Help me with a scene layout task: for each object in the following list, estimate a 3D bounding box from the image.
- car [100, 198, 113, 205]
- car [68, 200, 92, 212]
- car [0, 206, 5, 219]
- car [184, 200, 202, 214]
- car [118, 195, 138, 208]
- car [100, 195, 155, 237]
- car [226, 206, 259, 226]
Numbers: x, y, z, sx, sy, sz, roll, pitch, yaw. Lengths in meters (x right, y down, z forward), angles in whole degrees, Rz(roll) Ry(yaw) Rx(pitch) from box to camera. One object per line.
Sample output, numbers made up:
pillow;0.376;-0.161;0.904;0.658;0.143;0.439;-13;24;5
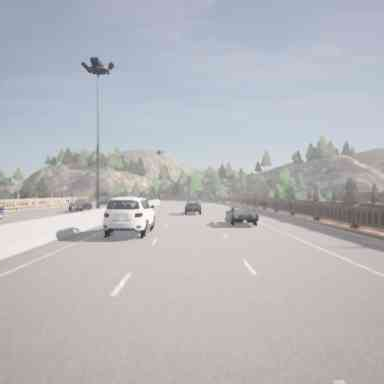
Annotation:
car;-17.695;1.952;69.023;1.837;1.490;4.892;0;-1;-4
car;-14.073;1.725;42.083;2.128;1.511;4.902;0;0;0
car;-17.590;1.617;27.484;1.882;1.535;5.008;0;0;0
car;0.108;1.698;38.181;2.128;1.511;4.902;0;0;0
car;-10.536;1.549;54.868;2.150;2.045;5.566;0;0;1
car;-3.396;1.313;18.734;2.150;2.045;5.566;0;0;0
car;3.605;1.724;24.780;1.895;1.301;4.718;0;0;0
